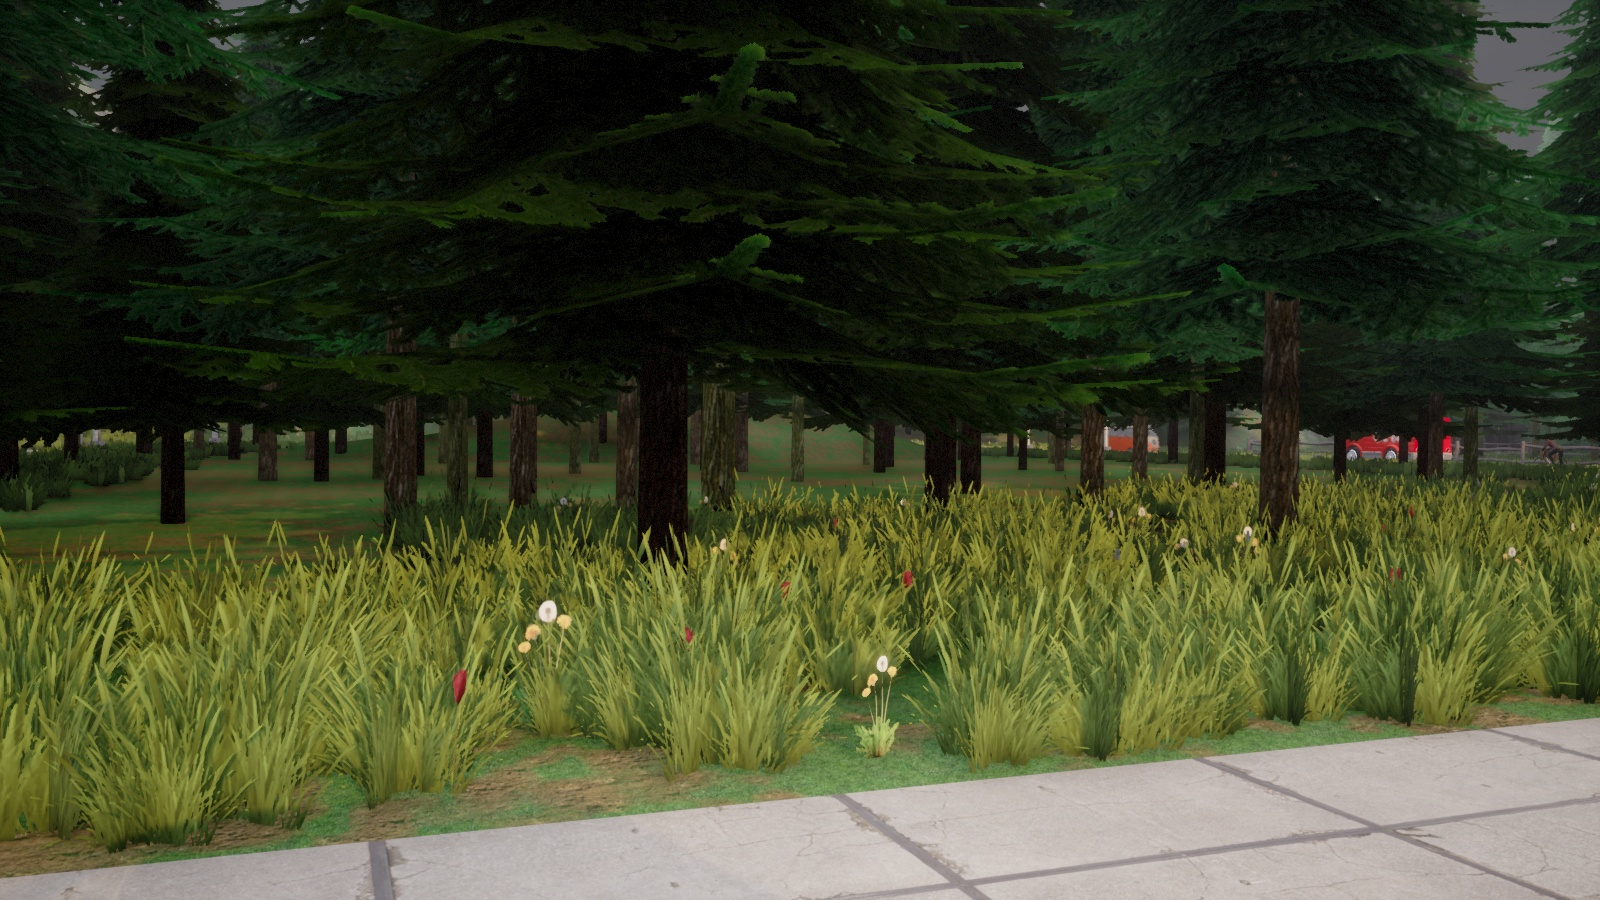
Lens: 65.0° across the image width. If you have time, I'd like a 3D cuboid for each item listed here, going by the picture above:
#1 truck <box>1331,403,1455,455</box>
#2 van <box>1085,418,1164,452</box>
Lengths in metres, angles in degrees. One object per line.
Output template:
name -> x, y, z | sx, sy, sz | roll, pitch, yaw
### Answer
truck -> 29.091, -1.036, 61.830 | 2.627, 2.467, 5.204 | -1, 1, -20
van -> 19.372, -0.910, 75.090 | 1.775, 1.987, 4.442 | -1, 1, -38
